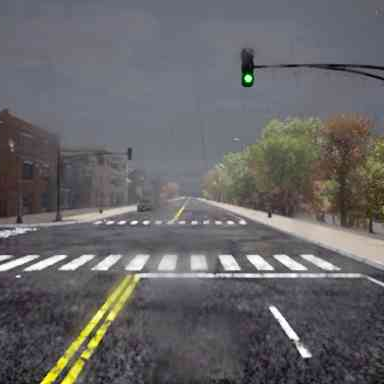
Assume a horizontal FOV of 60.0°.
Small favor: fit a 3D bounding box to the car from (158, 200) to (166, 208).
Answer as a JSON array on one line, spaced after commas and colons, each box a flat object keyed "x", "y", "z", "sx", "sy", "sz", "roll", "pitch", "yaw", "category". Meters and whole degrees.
[{"x": -6.662, "y": 2.366, "z": 64.186, "sx": 1.837, "sy": 1.490, "sz": 4.892, "roll": 0, "pitch": 1, "yaw": 0, "category": "car"}]

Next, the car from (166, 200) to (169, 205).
[{"x": -6.733, "y": 2.613, "z": 83.186, "sx": 2.033, "sy": 1.411, "sz": 5.357, "roll": 0, "pitch": -1, "yaw": 0, "category": "car"}]

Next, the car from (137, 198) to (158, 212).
[{"x": -6.600, "y": 1.964, "z": 48.326, "sx": 2.150, "sy": 2.045, "sz": 5.566, "roll": 0, "pitch": 1, "yaw": 0, "category": "car"}]
